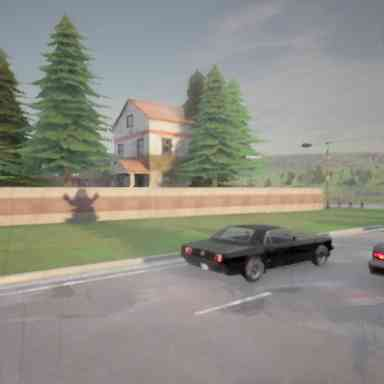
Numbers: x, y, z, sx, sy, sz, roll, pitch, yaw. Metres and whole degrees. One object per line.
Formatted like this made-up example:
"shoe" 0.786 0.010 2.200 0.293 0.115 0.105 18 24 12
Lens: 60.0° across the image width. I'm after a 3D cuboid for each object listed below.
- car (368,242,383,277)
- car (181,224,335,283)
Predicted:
"car" 6.659 1.502 8.657 5.357 1.411 2.033 0 0 -36
"car" 2.103 1.578 9.665 4.718 1.301 1.895 0 0 -37
